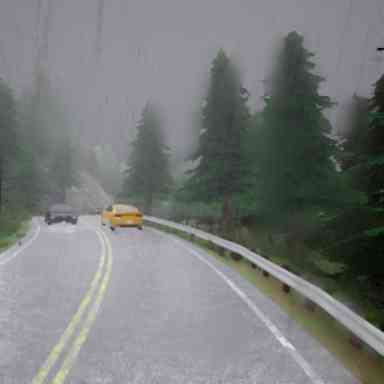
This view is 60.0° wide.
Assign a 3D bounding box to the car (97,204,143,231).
[{"bbox_3d":[-4.540,1.528,21.158,1.882,1.535,5.008,2,-1,-24],"label":"car"}]

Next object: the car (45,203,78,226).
[{"bbox_3d":[-9.302,1.506,23.499,2.033,1.411,5.357,2,0,-27],"label":"car"}]

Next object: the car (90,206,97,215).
[{"bbox_3d":[-12.155,2.509,44.137,1.994,1.385,4.181,-1,-6,-3],"label":"car"}]
